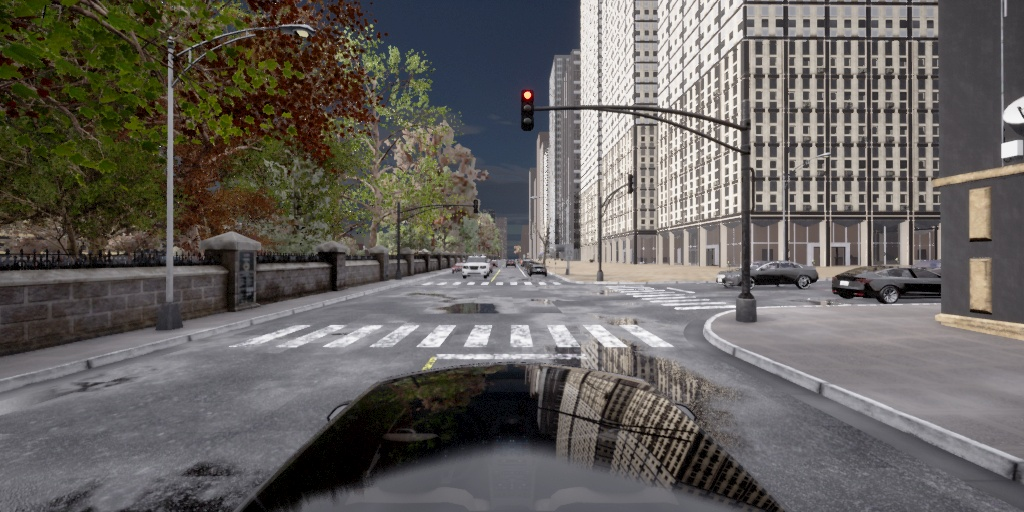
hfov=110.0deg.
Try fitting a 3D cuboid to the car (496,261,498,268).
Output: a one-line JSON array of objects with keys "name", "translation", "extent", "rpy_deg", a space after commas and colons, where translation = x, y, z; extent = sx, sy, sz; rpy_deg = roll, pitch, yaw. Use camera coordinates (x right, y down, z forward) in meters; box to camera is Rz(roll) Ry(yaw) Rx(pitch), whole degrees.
[{"name": "car", "translation": [-3.361, 1.389, 60.361], "extent": [1.895, 1.301, 4.718], "rpy_deg": [0, 0, 0]}]

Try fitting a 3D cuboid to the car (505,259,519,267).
[{"name": "car", "translation": [-0.213, 1.299, 65.109], "extent": [1.837, 1.490, 4.892], "rpy_deg": [0, 0, 0]}]

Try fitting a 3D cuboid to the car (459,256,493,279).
[{"name": "car", "translation": [-3.253, 0.985, 33.266], "extent": [2.150, 2.045, 5.566], "rpy_deg": [0, 0, 0]}]

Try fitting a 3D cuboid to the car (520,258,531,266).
[{"name": "car", "translation": [2.465, 1.340, 47.342], "extent": [1.948, 1.339, 4.313], "rpy_deg": [0, 0, 0]}]

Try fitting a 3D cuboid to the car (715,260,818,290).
[{"name": "car", "translation": [13.656, 0.993, 19.349], "extent": [4.902, 1.511, 2.128], "rpy_deg": [-1, 0, 0]}]

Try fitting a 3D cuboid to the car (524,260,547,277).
[{"name": "car", "translation": [2.521, 1.331, 36.077], "extent": [1.948, 1.339, 4.313], "rpy_deg": [0, 0, 0]}]

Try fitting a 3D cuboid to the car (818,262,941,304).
[{"name": "car", "translation": [14.630, 1.026, 13.555], "extent": [4.313, 1.339, 1.948], "rpy_deg": [0, 0, -1]}]

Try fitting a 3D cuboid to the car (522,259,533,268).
[{"name": "car", "translation": [2.493, 1.335, 41.709], "extent": [1.948, 1.339, 4.313], "rpy_deg": [0, 0, 0]}]

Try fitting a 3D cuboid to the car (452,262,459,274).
[{"name": "car", "translation": [-5.888, 1.351, 41.667], "extent": [1.802, 1.307, 4.207], "rpy_deg": [0, 0, 0]}]

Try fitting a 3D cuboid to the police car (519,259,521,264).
[{"name": "police car", "translation": [2.824, 1.218, 64.501], "extent": [1.930, 1.638, 5.238], "rpy_deg": [0, 0, 0]}]

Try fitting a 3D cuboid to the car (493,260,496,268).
[{"name": "car", "translation": [-3.290, 1.296, 43.474], "extent": [1.812, 1.442, 4.674], "rpy_deg": [0, 0, 0]}]

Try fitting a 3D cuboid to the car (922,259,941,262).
[{"name": "car", "translation": [23.474, 0.882, 19.442], "extent": [5.357, 1.411, 2.033], "rpy_deg": [-1, 0, -1]}]
